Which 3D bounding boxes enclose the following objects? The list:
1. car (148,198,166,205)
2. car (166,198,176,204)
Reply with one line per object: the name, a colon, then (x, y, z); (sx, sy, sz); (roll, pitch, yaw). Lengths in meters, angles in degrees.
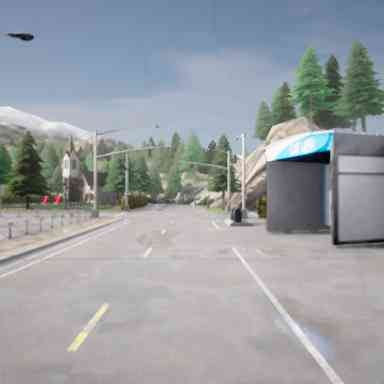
car: (-8.297, 2.283, 78.884); (1.994, 1.385, 4.181); (0, -1, -20)
car: (-5.624, 2.284, 81.511); (2.033, 1.411, 5.357); (0, -1, -25)
